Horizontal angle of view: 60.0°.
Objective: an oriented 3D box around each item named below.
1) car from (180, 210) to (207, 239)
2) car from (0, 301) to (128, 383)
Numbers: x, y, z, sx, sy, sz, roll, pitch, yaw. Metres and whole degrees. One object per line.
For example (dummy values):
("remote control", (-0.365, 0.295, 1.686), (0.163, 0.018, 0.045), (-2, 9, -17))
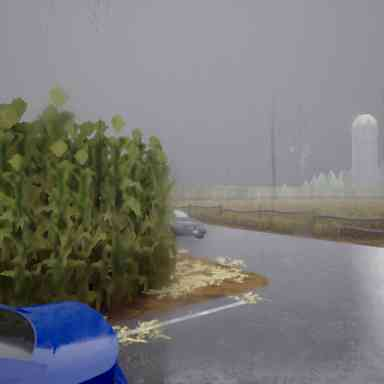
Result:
("car", (-1.176, 1.521, 16.674), (1.812, 1.442, 4.674), (0, 0, -35))
("car", (-2.817, 1.478, 1.678), (5.008, 1.535, 1.882), (0, 0, -34))
